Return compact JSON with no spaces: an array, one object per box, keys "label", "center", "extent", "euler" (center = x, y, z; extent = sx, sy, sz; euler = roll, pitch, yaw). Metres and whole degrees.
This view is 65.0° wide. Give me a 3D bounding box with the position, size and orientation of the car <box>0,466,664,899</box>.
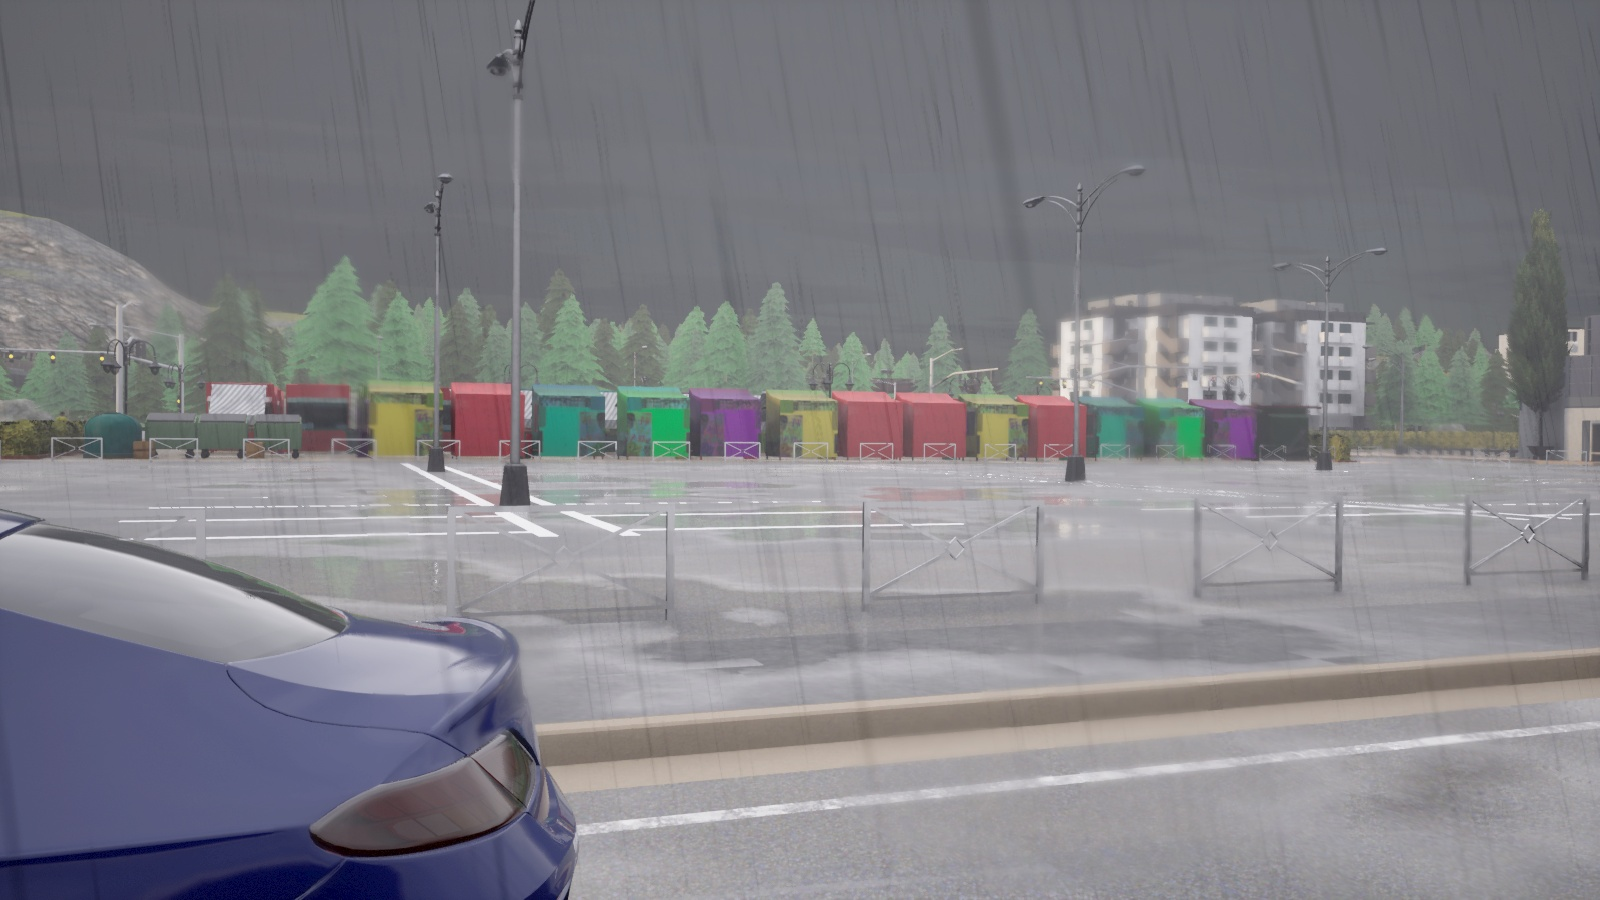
[{"label":"car","center":[-2.743,0.818,2.198],"extent":[4.674,1.442,1.812],"euler":[-1,1,-21]}]
